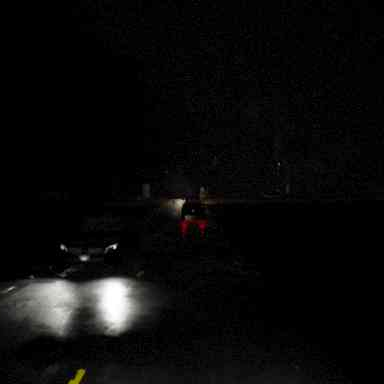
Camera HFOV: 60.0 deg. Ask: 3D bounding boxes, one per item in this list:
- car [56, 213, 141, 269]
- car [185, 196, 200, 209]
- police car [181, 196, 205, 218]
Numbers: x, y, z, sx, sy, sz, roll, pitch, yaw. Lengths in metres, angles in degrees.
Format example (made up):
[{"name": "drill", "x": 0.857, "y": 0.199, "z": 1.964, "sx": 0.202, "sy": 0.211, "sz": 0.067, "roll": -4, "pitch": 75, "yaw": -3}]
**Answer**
[{"name": "car", "x": -2.837, "y": 1.456, "z": 11.064, "sx": 1.812, "sy": 1.442, "sz": 4.674, "roll": 0, "pitch": 0, "yaw": 0}, {"name": "car", "x": 0.081, "y": 1.284, "z": 42.656, "sx": 1.837, "sy": 1.490, "sz": 4.892, "roll": 0, "pitch": 0, "yaw": 0}, {"name": "police car", "x": 0.102, "y": 1.257, "z": 28.559, "sx": 1.930, "sy": 1.638, "sz": 5.238, "roll": 0, "pitch": 0, "yaw": 0}]
